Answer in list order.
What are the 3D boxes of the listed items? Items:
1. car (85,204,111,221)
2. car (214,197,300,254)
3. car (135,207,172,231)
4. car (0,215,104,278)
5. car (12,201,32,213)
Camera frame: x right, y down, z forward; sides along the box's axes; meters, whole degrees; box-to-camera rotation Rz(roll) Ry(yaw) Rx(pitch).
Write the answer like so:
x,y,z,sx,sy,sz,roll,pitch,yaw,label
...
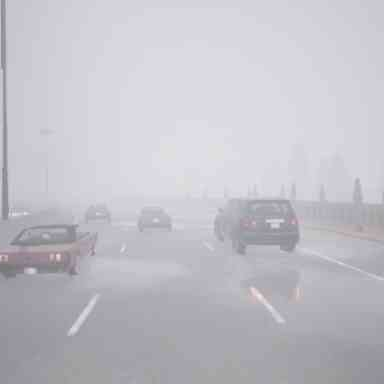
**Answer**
x,y,z,sx,sy,sz,roll,pitch,yaw,label
-7.713,1.645,27.289,1.994,1.385,4.181,0,0,-16,car
2.432,1.221,13.774,2.150,2.045,5.566,0,0,-8,car
-2.491,1.599,20.968,1.994,1.385,4.181,0,0,-12,car
-4.158,1.629,10.273,1.895,1.301,4.718,0,0,-6,car
-20.550,1.784,40.197,1.994,1.385,4.181,0,0,-27,car
